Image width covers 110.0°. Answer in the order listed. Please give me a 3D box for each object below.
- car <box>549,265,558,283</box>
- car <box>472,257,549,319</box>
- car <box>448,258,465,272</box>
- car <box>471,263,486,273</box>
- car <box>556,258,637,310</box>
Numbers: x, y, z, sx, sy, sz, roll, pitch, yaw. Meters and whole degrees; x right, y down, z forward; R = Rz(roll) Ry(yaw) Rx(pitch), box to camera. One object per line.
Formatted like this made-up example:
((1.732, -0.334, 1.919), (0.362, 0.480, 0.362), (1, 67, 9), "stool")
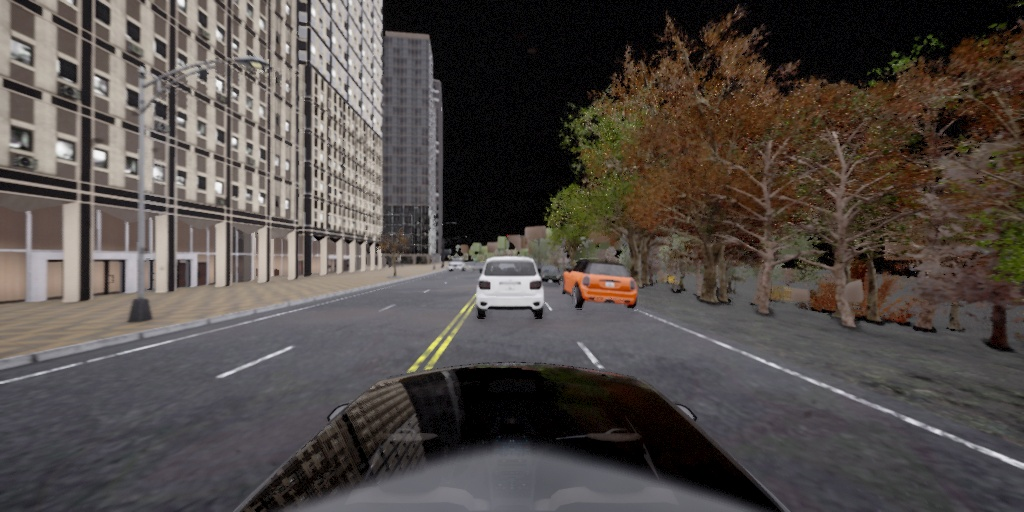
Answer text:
((2.857, 1.397, 28.887), (1.895, 1.301, 4.718), (4, 5, -1), "car")
((-0.067, 1.044, 13.343), (2.150, 2.045, 5.566), (0, 0, 0), "car")
((-8.132, 1.295, 53.135), (2.150, 2.045, 5.566), (0, -1, -3), "car")
((-4.809, 1.663, 51.791), (1.895, 1.301, 4.718), (0, 0, -3), "car")
((3.256, 0.957, 14.117), (2.097, 1.767, 4.553), (5, 0, -1), "car")
